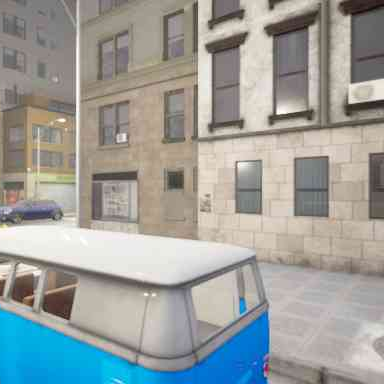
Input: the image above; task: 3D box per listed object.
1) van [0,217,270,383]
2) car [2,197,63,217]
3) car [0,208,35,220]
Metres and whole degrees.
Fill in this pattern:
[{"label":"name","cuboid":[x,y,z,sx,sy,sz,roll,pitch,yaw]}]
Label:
[{"label":"van","cuboid":[-1.163,1.341,3.621,3.998,1.788,1.690,0,0,35]},{"label":"car","cuboid":[-11.764,1.286,24.031,2.097,1.767,4.553,0,0,35]},{"label":"car","cuboid":[-5.680,1.315,6.779,5.009,1.841,2.192,0,0,35]}]
